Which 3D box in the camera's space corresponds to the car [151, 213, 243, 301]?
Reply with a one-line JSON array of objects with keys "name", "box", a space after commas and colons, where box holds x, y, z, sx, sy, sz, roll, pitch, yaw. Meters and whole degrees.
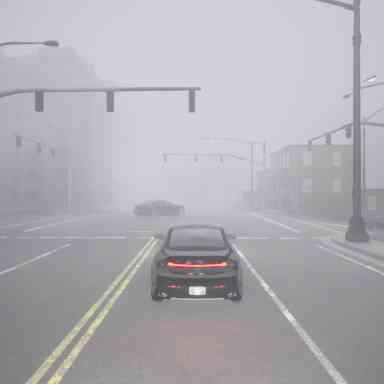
[{"name": "car", "box": [0.094, 1.505, 8.321, 1.837, 1.490, 4.892, 0, 0, 0]}]

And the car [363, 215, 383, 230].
[{"name": "car", "box": [16.049, 2.655, 28.207, 4.181, 1.385, 1.994, 8, 0, 0]}]

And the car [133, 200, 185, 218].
[{"name": "car", "box": [-2.813, 1.426, 29.257, 1.882, 1.535, 5.008, 1, 1, 45]}]

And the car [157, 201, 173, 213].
[{"name": "car", "box": [-3.630, 2.066, 45.558, 1.837, 1.490, 4.892, 0, -5, 0]}]
